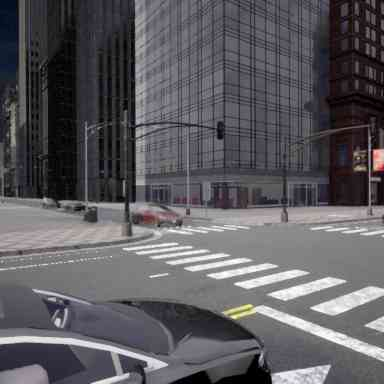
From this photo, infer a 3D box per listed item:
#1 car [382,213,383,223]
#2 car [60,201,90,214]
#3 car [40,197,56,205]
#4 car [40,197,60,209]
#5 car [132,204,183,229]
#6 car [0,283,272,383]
[{"bbox_3d":[14.773,1.356,22.374,4.553,1.767,2.097,0,0,-36],"label":"car"},{"bbox_3d":[-12.886,1.680,37.199,1.895,1.301,4.718,0,0,-35],"label":"car"},{"bbox_3d":[-27.607,1.650,63.486,1.837,1.490,4.892,0,0,-35],"label":"car"},{"bbox_3d":[-20.210,1.616,47.585,1.837,1.490,4.892,0,0,-35],"label":"car"},{"bbox_3d":[-2.468,1.565,22.562,1.812,1.442,4.674,0,0,-36],"label":"car"},{"bbox_3d":[-1.475,1.491,2.386,4.902,1.511,2.128,0,0,-36],"label":"car"}]
